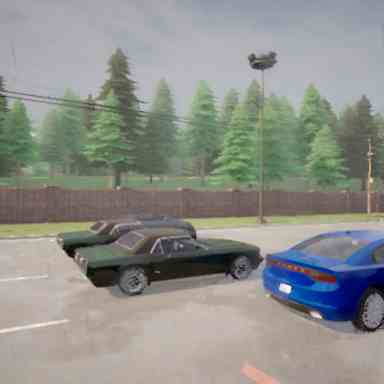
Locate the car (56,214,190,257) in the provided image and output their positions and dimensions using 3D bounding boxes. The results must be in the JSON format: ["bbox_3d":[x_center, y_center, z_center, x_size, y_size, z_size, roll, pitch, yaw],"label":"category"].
[{"bbox_3d":[-2.155,1.628,11.682,4.718,1.301,1.895,1,0,-28],"label":"car"}]

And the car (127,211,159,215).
[{"bbox_3d":[-1.943,1.611,15.772,4.181,1.385,1.994,1,0,-28],"label":"car"}]

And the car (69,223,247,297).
[{"bbox_3d":[-0.485,1.631,8.606,4.718,1.301,1.895,1,0,-28],"label":"car"}]

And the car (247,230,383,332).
[{"bbox_3d":[3.791,1.544,6.934,5.008,1.535,1.882,1,0,-28],"label":"car"}]
